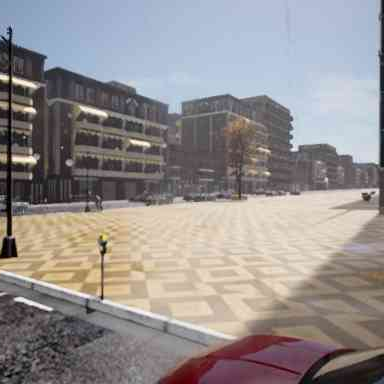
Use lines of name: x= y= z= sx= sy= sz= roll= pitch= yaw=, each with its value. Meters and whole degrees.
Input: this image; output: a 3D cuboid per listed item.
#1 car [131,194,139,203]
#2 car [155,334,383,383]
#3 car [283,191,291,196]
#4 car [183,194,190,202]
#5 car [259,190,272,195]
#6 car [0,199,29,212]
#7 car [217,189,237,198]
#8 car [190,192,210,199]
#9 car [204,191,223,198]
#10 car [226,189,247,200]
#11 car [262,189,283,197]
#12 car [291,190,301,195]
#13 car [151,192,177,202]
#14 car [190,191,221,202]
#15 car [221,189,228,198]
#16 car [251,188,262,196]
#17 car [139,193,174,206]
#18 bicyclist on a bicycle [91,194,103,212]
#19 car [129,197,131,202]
car: x=-6.248 y=0.890 z=49.665 sx=1.837 sy=1.490 sz=4.892 roll=1 pitch=1 yaw=35
car: x=1.690 y=1.545 z=1.660 sx=4.507 sy=1.381 sz=1.887 roll=0 pitch=0 yaw=36
car: x=21.147 y=0.366 z=79.080 sx=2.008 sy=1.369 sz=4.403 roll=2 pitch=2 yaw=35
car: x=0.673 y=0.839 z=54.152 sx=2.033 sy=1.411 sz=5.357 roll=1 pitch=1 yaw=35
car: x=20.595 y=0.123 z=93.008 sx=1.887 sy=1.381 sz=4.507 roll=2 pitch=2 yaw=35
car: x=-18.468 y=1.323 z=32.038 sx=1.895 sy=1.301 sz=4.718 roll=1 pitch=1 yaw=35
car: x=7.921 y=0.235 z=74.686 sx=2.192 sy=1.841 sz=5.009 roll=2 pitch=2 yaw=35
car: x=1.579 y=0.658 z=65.534 sx=1.947 sy=1.339 sz=4.313 roll=2 pitch=2 yaw=35
car: x=4.652 y=0.534 z=69.972 sx=1.752 sy=1.417 sz=4.829 roll=2 pitch=2 yaw=35
car: x=8.567 y=0.681 z=60.904 sx=1.752 sy=1.417 sz=4.829 roll=2 pitch=2 yaw=35
car: x=17.978 y=0.452 z=74.502 sx=2.008 sy=1.369 sz=4.403 roll=2 pitch=2 yaw=35
car: x=27.486 y=0.085 z=88.236 sx=1.967 sy=1.590 sz=4.097 roll=2 pitch=2 yaw=35
car: x=-4.759 y=0.816 z=56.375 sx=2.008 sy=1.369 sz=4.403 roll=2 pitch=2 yaw=35
car: x=2.131 y=0.883 z=51.606 sx=2.008 sy=1.369 sz=4.403 roll=2 pitch=2 yaw=35
car: x=6.528 y=0.677 z=62.705 sx=2.033 sy=1.411 sz=5.357 roll=1 pitch=1 yaw=35
car: x=17.428 y=-0.021 z=88.422 sx=2.192 sy=1.841 sz=5.009 roll=2 pitch=2 yaw=35
car: x=-4.208 y=1.057 z=42.447 sx=2.008 sy=1.369 sz=4.403 roll=2 pitch=2 yaw=35
bicyclist on a bicycle: x=-8.771 y=1.023 z=30.690 sx=1.656 sy=1.620 sz=0.582 roll=0 pitch=1 yaw=35
car: x=-7.928 y=0.918 z=51.796 sx=1.947 sy=1.339 sz=4.313 roll=2 pitch=2 yaw=35
